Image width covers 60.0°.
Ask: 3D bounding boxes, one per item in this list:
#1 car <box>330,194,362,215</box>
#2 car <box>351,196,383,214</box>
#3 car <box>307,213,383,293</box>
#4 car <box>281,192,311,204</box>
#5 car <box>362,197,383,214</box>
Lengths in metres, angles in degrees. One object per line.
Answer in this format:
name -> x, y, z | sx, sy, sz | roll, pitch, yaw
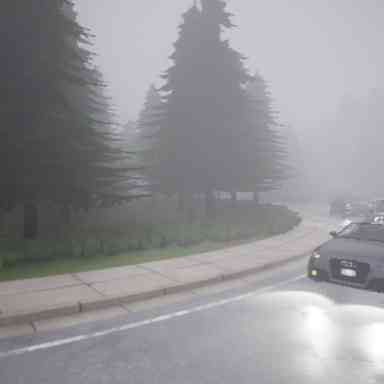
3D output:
car -> 12.276, 1.015, 25.674 | 2.097, 1.767, 4.553 | 1, 1, 7
car -> 16.466, 1.144, 30.619 | 1.812, 1.442, 4.674 | 1, 1, 5
car -> 4.542, 1.457, 8.296 | 1.994, 1.385, 4.181 | 1, 1, 42
car -> 14.284, 0.831, 45.954 | 1.837, 1.490, 4.892 | 1, 1, -22
car -> 9.385, 1.167, 15.463 | 2.097, 1.767, 4.553 | 1, 1, 24
